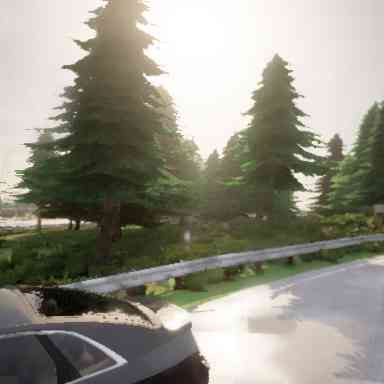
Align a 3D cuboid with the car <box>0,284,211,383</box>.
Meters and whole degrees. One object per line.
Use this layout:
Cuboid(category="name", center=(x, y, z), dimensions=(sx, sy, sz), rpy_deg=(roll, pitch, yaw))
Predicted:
Cuboid(category="car", center=(-2.093, 1.562, 2.088), dimensions=(4.892, 1.490, 1.837), rpy_deg=(-1, 0, -37))
